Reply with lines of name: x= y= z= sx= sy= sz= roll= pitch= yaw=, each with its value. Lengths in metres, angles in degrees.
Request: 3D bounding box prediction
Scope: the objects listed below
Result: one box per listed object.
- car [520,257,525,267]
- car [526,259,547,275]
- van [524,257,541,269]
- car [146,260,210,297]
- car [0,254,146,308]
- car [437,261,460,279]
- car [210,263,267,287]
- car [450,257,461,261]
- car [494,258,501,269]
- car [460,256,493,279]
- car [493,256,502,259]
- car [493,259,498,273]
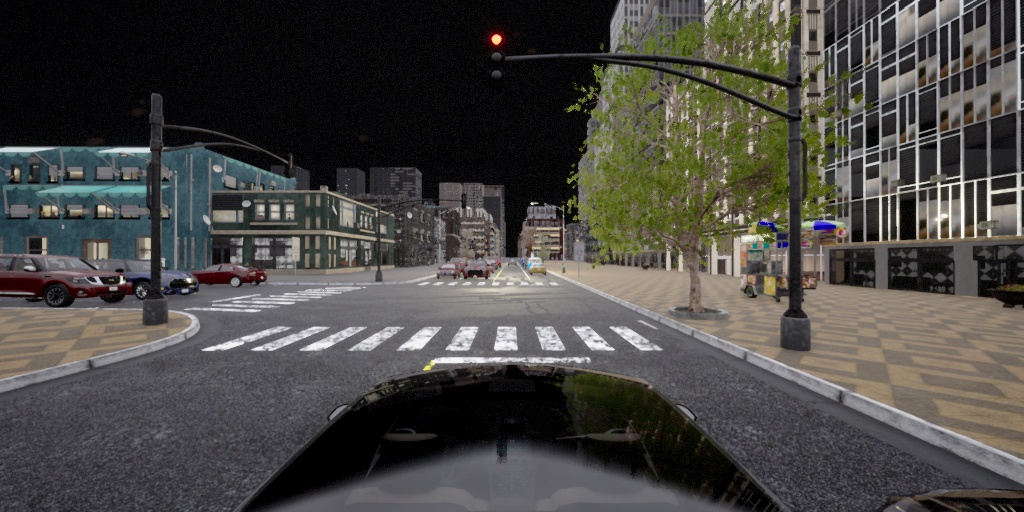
car: x=2.736 y=1.302 z=54.691 sx=2.007 sy=1.370 sz=4.403 roll=0 pitch=0 yaw=0
car: x=2.722 y=1.276 z=38.208 sx=1.751 sy=1.417 sz=4.829 roll=0 pitch=0 yaw=0
van: x=2.727 y=1.091 z=43.589 sx=1.690 sy=1.789 sz=3.998 roll=0 pitch=0 yaw=0
car: x=-16.525 y=0.907 z=15.691 sx=4.553 sy=1.767 sz=2.097 roll=1 pitch=0 yaw=0
car: x=-17.148 y=0.849 z=13.113 sx=5.009 sy=1.841 sz=2.192 roll=0 pitch=0 yaw=-1
car: x=-5.663 y=1.332 z=32.491 sx=1.802 sy=1.307 sz=4.207 roll=0 pitch=0 yaw=0
car: x=-17.259 y=1.120 z=21.492 sx=4.507 sy=1.381 sz=1.888 roll=0 pitch=0 yaw=-1
car: x=-5.658 y=1.065 z=38.042 sx=2.192 sy=1.841 sz=5.009 roll=0 pitch=0 yaw=0
car: x=-3.047 y=1.277 z=52.183 sx=1.812 sy=1.442 sz=4.674 roll=0 pitch=0 yaw=0
car: x=-3.073 y=1.102 z=32.188 sx=2.097 sy=1.767 sz=4.553 roll=0 pitch=0 yaw=0
car: x=-2.994 y=0.973 z=62.777 sx=2.150 sy=2.045 sz=5.566 roll=0 pitch=0 yaw=1
car: x=-3.065 y=1.315 z=42.101 sx=1.994 sy=1.385 sz=4.181 roll=0 pitch=0 yaw=0
